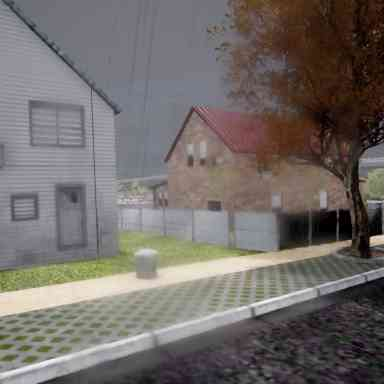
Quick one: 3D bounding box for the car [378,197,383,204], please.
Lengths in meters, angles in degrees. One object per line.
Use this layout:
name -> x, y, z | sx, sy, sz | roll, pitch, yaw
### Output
car -> 38.491, 1.630, 64.930 | 1.812, 1.442, 4.674 | -2, 0, 0

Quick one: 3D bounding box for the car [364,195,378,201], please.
car -> 31.957, 1.532, 61.732 | 2.150, 2.045, 5.566 | -2, 0, 0

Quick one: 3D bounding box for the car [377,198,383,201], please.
car -> 28.486, 1.796, 46.120 | 2.128, 1.511, 4.902 | -2, 0, 1

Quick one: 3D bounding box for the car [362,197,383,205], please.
car -> 35.242, 1.746, 64.825 | 1.812, 1.442, 4.674 | -2, 0, 0
